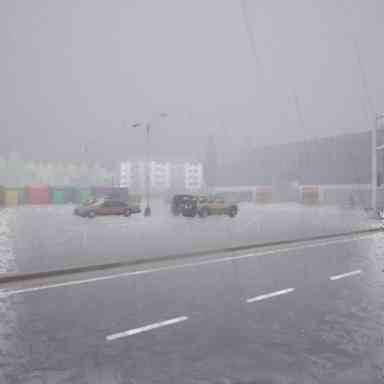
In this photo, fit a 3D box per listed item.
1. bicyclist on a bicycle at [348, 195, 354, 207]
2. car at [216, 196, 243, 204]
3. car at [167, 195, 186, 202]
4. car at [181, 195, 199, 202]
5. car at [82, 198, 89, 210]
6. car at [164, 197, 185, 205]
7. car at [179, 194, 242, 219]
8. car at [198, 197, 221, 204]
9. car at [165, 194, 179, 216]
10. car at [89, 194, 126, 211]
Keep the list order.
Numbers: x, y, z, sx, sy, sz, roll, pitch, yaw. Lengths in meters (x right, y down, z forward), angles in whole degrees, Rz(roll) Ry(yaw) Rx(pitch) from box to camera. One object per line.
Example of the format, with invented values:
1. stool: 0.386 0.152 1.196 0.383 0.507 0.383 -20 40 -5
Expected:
1. bicyclist on a bicycle: 22.703 1.282 47.409 1.656 1.620 0.582 0 0 -34
2. car: 7.054 1.528 62.929 2.033 1.411 5.357 0 0 -33
3. car: -3.456 1.377 72.286 1.882 1.535 5.008 0 0 -34
4. car: -0.549 1.422 74.236 1.812 1.442 4.674 0 0 -34
5. car: -13.074 1.388 47.313 3.806 1.475 1.970 0 0 -35
6. car: -3.159 1.550 59.181 1.994 1.385 4.181 0 0 -33
7. car: 1.586 1.146 26.554 4.605 1.855 1.932 0 0 -35
8. car: 3.284 1.583 62.299 1.895 1.301 4.718 0 0 -33
9. car: -0.042 1.148 28.948 3.866 1.878 1.905 0 0 -35
10. car: -11.410 1.148 44.943 3.866 1.878 1.905 0 0 -35
